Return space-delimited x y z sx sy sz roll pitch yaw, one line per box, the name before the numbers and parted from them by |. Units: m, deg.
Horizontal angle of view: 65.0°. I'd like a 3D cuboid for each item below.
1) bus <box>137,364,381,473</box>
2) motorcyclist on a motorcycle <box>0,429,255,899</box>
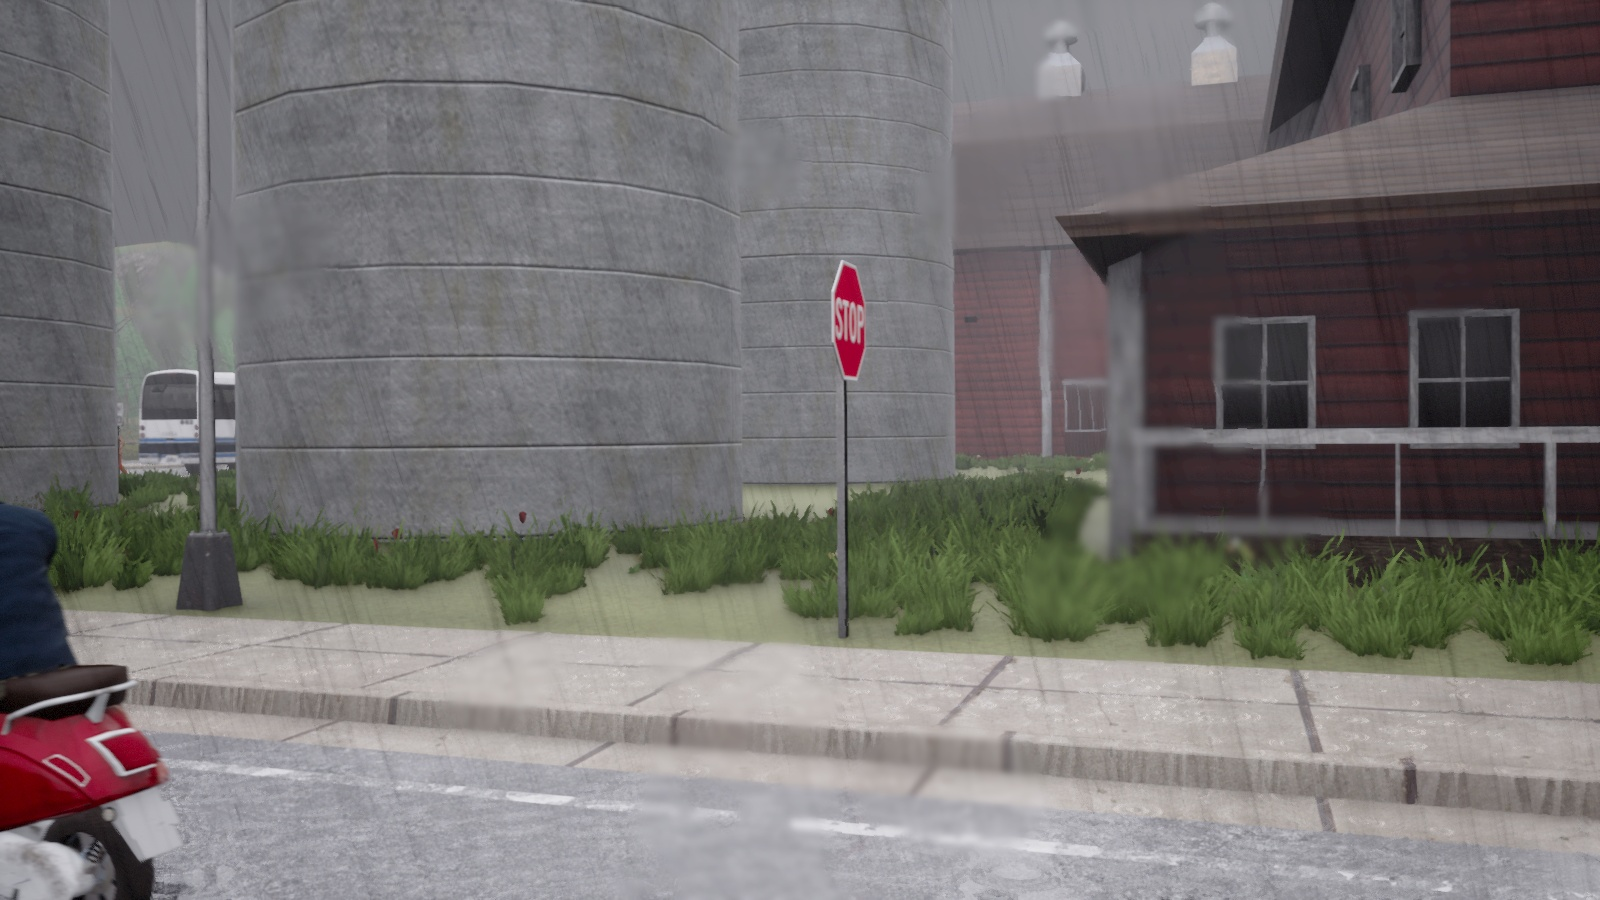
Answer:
bus | -23.116 -1.305 54.623 3.944 4.253 10.273 0 1 18
motorcyclist on a motorcycle | -2.859 0.727 4.153 1.817 1.590 0.866 0 1 19
